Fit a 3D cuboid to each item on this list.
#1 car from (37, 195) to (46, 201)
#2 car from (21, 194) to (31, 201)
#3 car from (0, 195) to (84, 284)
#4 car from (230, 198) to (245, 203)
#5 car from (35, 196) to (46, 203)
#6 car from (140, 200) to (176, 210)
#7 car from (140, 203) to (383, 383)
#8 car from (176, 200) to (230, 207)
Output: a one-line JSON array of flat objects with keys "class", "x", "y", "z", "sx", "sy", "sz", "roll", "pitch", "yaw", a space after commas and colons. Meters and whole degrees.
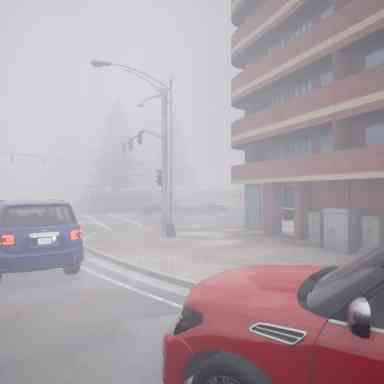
[{"class": "car", "x": -37.240, "y": 1.478, "z": 82.542, "sx": 1.882, "sy": 1.535, "sz": 5.008, "roll": 0, "pitch": 0, "yaw": -23}, {"class": "car", "x": -40.415, "y": 1.355, "z": 81.065, "sx": 2.097, "sy": 1.767, "sz": 4.553, "roll": 0, "pitch": 0, "yaw": -23}, {"class": "car", "x": -4.951, "y": 1.221, "z": 9.811, "sx": 2.150, "sy": 2.045, "sz": 5.566, "roll": 0, "pitch": 0, "yaw": -36}, {"class": "car", "x": 5.187, "y": 1.533, "z": 39.732, "sx": 5.008, "sy": 1.535, "sz": 1.882, "roll": 0, "pitch": 0, "yaw": -23}, {"class": "car", "x": -33.219, "y": 1.540, "z": 73.066, "sx": 2.033, "sy": 1.411, "sz": 5.357, "roll": 0, "pitch": 0, "yaw": -23}, {"class": "car", "x": -3.340, "y": 1.581, "z": 36.167, "sx": 4.674, "sy": 1.442, "sz": 1.812, "roll": 0, "pitch": 0, "yaw": -22}, {"class": "car", "x": 2.348, "y": 1.221, "z": 2.453, "sx": 5.566, "sy": 2.045, "sz": 2.150, "roll": 0, "pitch": 0, "yaw": 36}, {"class": "car", "x": 1.116, "y": 1.656, "z": 34.250, "sx": 4.718, "sy": 1.301, "sz": 1.895, "roll": 0, "pitch": 0, "yaw": -23}]
